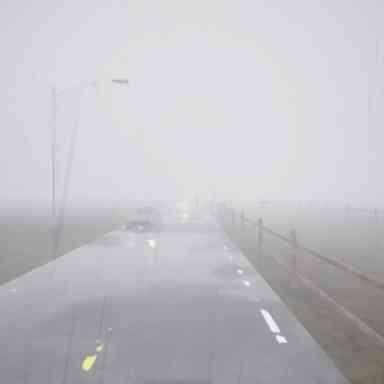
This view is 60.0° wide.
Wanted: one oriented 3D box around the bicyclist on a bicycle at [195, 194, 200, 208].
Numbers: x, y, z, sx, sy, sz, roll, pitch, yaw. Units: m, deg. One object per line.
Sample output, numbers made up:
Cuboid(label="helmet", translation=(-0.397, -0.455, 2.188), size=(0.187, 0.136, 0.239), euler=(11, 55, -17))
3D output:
Cuboid(label="bicyclist on a bicycle", translation=(0.738, 1.296, 44.421), size=(0.659, 1.776, 1.843), euler=(0, 1, 0))

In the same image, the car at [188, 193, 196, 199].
Cuboid(label="car", translation=(-0.033, 0.916, 79.584), size=(1.812, 1.442, 4.674), euler=(0, 1, 0))

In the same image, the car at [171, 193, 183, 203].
Cuboid(label="car", translation=(-2.793, 1.057, 63.250), size=(2.097, 1.767, 4.553), euler=(0, 1, 0))

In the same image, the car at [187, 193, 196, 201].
Cuboid(label="car", translation=(-0.027, 1.132, 69.295), size=(1.812, 1.442, 4.674), euler=(0, 1, 0))

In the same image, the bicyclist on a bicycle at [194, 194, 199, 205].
Cuboid(label="bicyclist on a bicycle", translation=(0.734, 1.197, 53.629), size=(0.659, 1.776, 1.843), euler=(0, 1, 0))

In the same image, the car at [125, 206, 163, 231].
Cuboid(label="car", translation=(-2.859, 1.595, 21.126), size=(2.033, 1.411, 5.357), euler=(0, 0, 0))
